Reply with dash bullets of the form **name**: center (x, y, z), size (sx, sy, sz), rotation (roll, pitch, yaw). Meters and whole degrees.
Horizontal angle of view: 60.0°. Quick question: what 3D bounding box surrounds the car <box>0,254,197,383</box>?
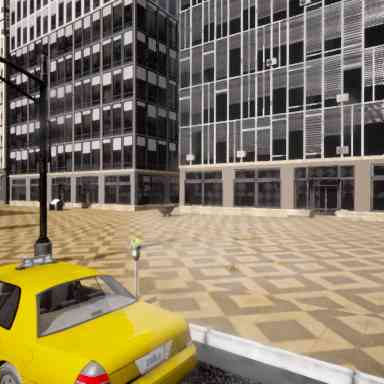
- **car**: center (-2.228, 1.525, 4.479), size (4.829, 1.417, 1.752), rotation (0, 0, 36)
